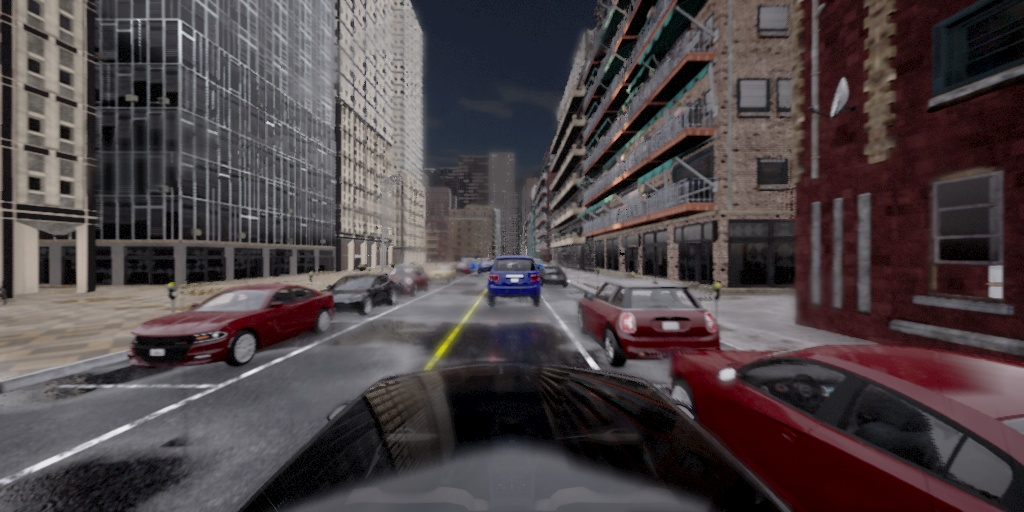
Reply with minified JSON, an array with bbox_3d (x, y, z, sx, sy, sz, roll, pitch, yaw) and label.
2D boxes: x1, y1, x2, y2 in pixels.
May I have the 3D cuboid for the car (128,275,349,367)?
[{"bbox_3d":[-5.692,1.311,8.002,1.888,1.381,4.507,0,0,0],"label":"car"}]

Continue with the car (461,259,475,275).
[{"bbox_3d":[-5.692,1.413,41.167,1.888,1.381,4.507,0,0,0],"label":"car"}]

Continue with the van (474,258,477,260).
[{"bbox_3d":[-5.692,1.227,46.695,1.690,1.789,3.998,0,0,0],"label":"van"}]

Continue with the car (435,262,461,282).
[{"bbox_3d":[-5.692,1.358,29.942,1.751,1.417,4.829,0,0,0],"label":"car"}]

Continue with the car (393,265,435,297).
[{"bbox_3d":[-5.692,1.237,19.057,1.967,1.591,4.097,0,0,0],"label":"car"}]

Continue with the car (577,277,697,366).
[{"bbox_3d":[2.688,1.206,8.001,1.967,1.591,4.097,0,0,0],"label":"car"}]

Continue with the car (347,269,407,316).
[{"bbox_3d":[-5.692,1.347,13.530,1.948,1.339,4.313,0,0,0],"label":"car"}]

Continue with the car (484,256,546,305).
[{"bbox_3d":[0.101,1.011,16.271,2.150,2.045,5.566,0,0,0],"label":"car"}]

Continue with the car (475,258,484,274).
[{"bbox_3d":[-3.010,1.351,42.739,1.882,1.535,5.008,0,-1,0],"label":"car"}]

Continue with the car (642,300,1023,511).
[{"bbox_3d":[2.688,1.297,2.473,1.888,1.381,4.507,0,0,0],"label":"car"}]

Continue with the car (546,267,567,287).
[{"bbox_3d":[2.688,1.380,24.584,1.948,1.339,4.313,0,0,0],"label":"car"}]
